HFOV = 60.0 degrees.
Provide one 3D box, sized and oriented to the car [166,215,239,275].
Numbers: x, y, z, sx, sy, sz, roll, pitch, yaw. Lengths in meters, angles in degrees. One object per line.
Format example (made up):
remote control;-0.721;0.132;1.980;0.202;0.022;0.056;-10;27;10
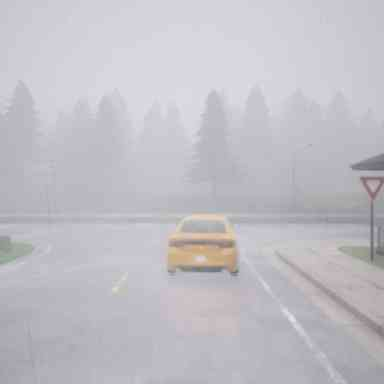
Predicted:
car;0.436;1.444;10.403;1.882;1.535;5.008;0;0;5
